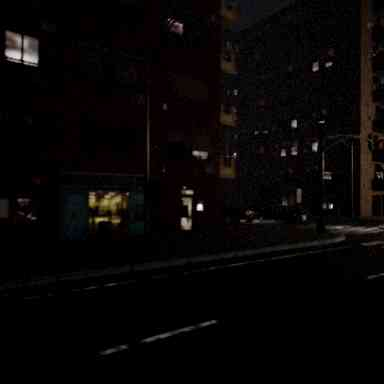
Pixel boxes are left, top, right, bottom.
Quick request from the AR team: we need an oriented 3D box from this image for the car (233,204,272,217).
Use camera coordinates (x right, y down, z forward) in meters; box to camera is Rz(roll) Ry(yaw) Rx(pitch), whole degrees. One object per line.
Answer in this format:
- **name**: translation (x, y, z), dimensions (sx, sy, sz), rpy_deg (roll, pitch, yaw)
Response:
- **car**: translation (7.104, 2.118, 39.461), dimensions (1.947, 1.339, 4.313), rpy_deg (0, 0, -37)

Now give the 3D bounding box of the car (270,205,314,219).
- **car**: translation (10.418, 2.064, 34.987), dimensions (1.802, 1.307, 4.206), rpy_deg (0, 0, -37)

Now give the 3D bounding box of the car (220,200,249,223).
- **car**: translation (3.445, 1.740, 29.870), dimensions (2.192, 1.841, 5.009), rpy_deg (0, 0, -37)

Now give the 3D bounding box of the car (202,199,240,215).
- **car**: translation (3.786, 1.937, 43.937), dimensions (2.192, 1.841, 5.009), rpy_deg (0, 0, -37)

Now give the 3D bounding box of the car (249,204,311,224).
- **car**: translation (7.672, 1.893, 28.787), dimensions (2.128, 1.511, 4.902), rpy_deg (0, -1, -35)
